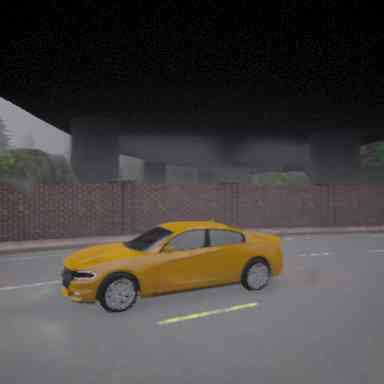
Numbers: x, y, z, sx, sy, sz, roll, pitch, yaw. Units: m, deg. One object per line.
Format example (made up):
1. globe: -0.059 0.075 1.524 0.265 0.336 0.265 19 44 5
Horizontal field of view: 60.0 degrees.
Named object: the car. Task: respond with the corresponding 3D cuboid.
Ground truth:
1. car: -0.255 1.421 7.514 5.008 1.535 1.882 0 0 -26
